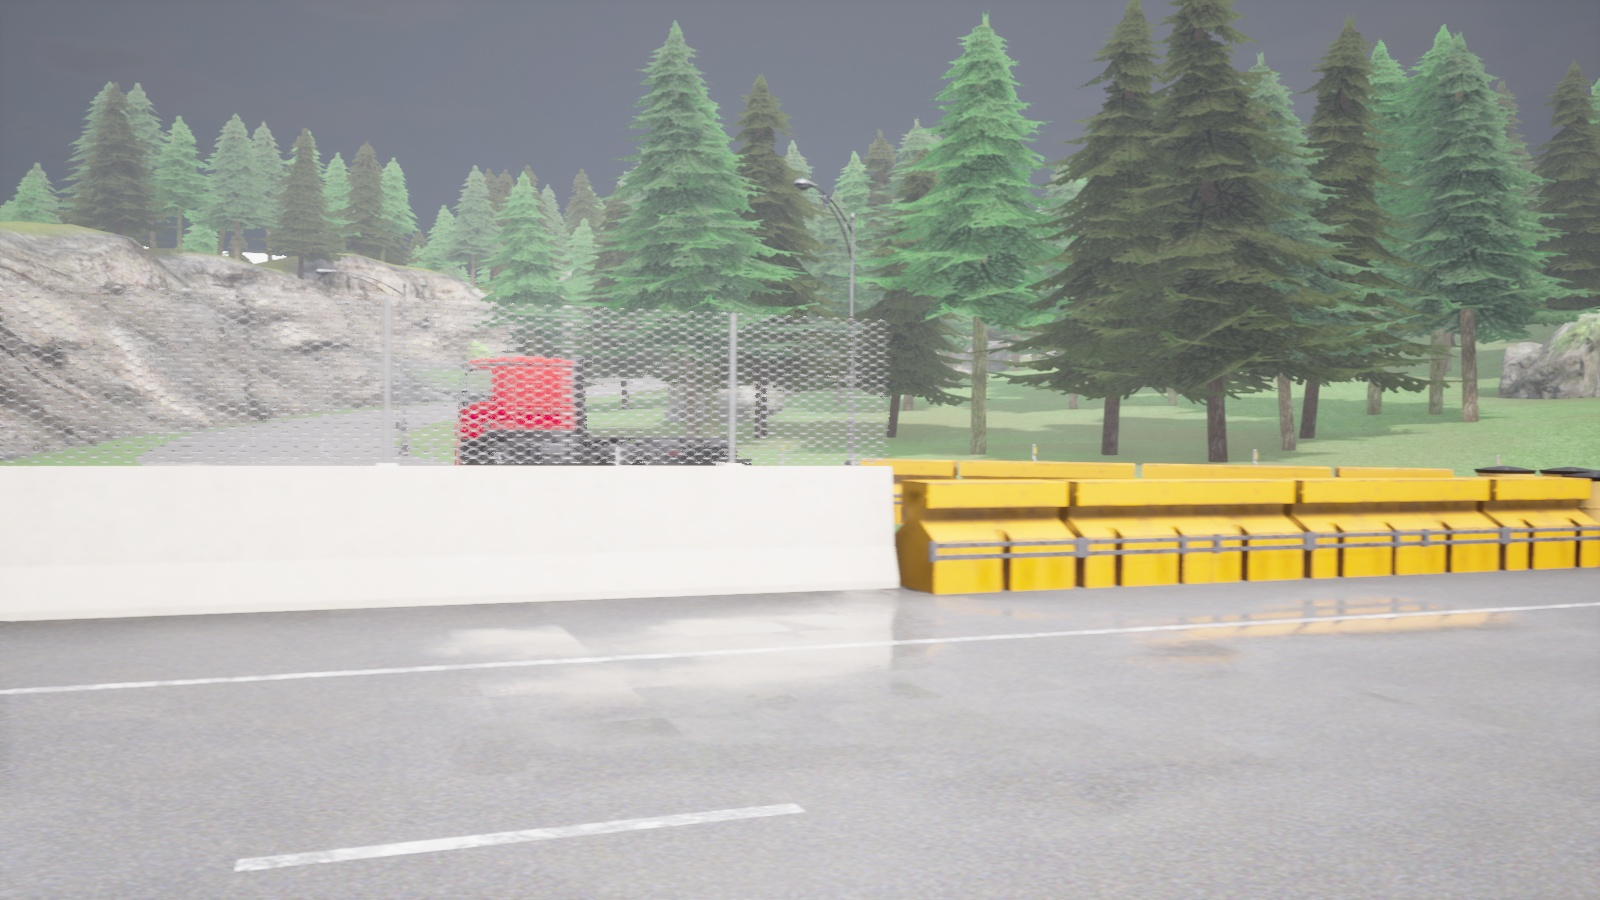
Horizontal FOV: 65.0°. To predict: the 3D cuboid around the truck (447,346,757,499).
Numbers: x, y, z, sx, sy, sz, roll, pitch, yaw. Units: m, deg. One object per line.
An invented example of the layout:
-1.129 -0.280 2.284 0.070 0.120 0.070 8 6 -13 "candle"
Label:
-5.165 -0.648 31.934 7.936 3.462 2.891 0 1 35 "truck"
